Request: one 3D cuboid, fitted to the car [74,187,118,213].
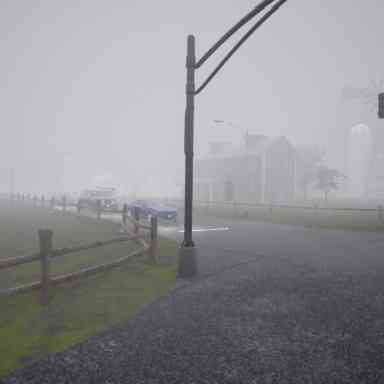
[{"bbox_3d":[-8.925,0.808,31.295,2.150,2.045,5.566,1,0,-36],"label":"car"}]

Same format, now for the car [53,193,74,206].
[{"bbox_3d":[-15.785,0.938,40.910,1.837,1.490,4.892,1,0,-35],"label":"car"}]

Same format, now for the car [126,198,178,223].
[{"bbox_3d":[-2.815,1.201,22.738,1.882,1.535,5.008,1,0,-36],"label":"car"}]

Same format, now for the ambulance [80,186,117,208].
[{"bbox_3d":[-11.739,0.561,41.425,2.351,2.431,6.366,1,0,-36],"label":"ambulance"}]
